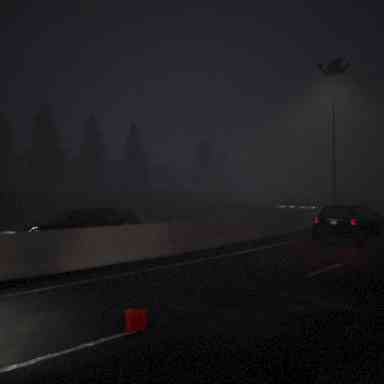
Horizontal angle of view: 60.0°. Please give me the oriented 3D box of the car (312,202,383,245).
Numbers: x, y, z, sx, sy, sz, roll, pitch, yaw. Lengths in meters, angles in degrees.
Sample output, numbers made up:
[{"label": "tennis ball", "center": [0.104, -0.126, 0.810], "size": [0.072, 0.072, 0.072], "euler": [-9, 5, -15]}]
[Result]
[{"label": "car", "center": [7.527, 1.314, 15.761], "size": [2.097, 1.767, 4.553], "euler": [-1, 0, 44]}]

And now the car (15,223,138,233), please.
[{"label": "car", "center": [-4.880, 1.419, 13.890], "size": [4.553, 1.767, 2.097], "euler": [0, 0, -41]}]
